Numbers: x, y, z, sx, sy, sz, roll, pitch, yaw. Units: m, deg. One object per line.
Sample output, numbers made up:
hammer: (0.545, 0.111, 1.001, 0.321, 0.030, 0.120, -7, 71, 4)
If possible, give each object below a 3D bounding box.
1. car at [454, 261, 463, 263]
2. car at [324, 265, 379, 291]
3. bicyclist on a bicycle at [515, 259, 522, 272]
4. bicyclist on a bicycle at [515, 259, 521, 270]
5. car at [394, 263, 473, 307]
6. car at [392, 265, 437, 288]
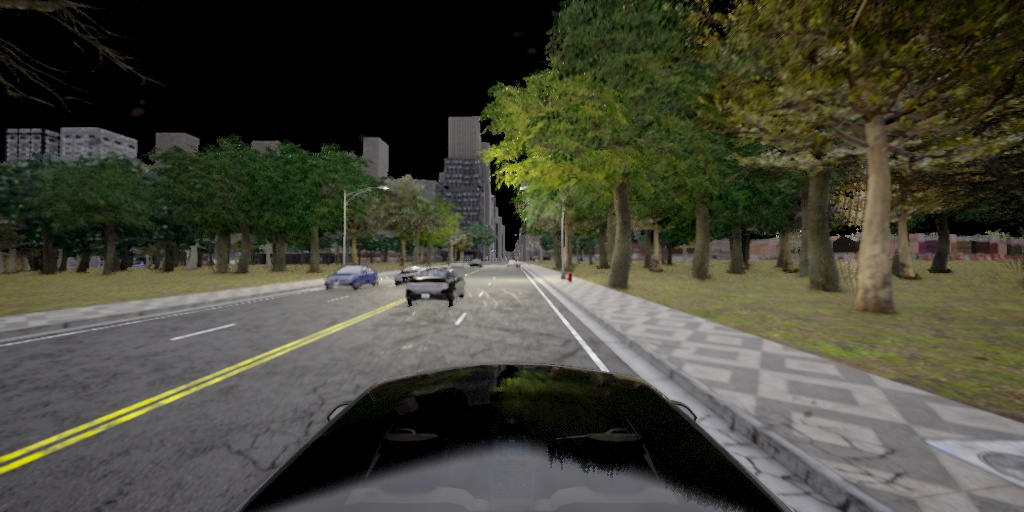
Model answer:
car: (-9.774, 1.528, 63.902, 1.895, 1.301, 4.718, 0, 0, 0)
car: (-9.850, 1.290, 22.435, 1.812, 1.442, 4.674, 0, 0, 0)
bicyclist on a bicycle: (0.886, 1.279, 46.905, 0.866, 1.612, 1.509, 0, 0, 0)
bicyclist on a bicycle: (0.900, 1.327, 56.616, 0.866, 1.612, 1.509, 0, 0, 0)
car: (-3.152, 1.248, 15.499, 2.128, 1.511, 4.902, 0, 0, 0)
car: (-6.599, 1.333, 24.705, 1.994, 1.385, 4.181, 0, 0, 0)
